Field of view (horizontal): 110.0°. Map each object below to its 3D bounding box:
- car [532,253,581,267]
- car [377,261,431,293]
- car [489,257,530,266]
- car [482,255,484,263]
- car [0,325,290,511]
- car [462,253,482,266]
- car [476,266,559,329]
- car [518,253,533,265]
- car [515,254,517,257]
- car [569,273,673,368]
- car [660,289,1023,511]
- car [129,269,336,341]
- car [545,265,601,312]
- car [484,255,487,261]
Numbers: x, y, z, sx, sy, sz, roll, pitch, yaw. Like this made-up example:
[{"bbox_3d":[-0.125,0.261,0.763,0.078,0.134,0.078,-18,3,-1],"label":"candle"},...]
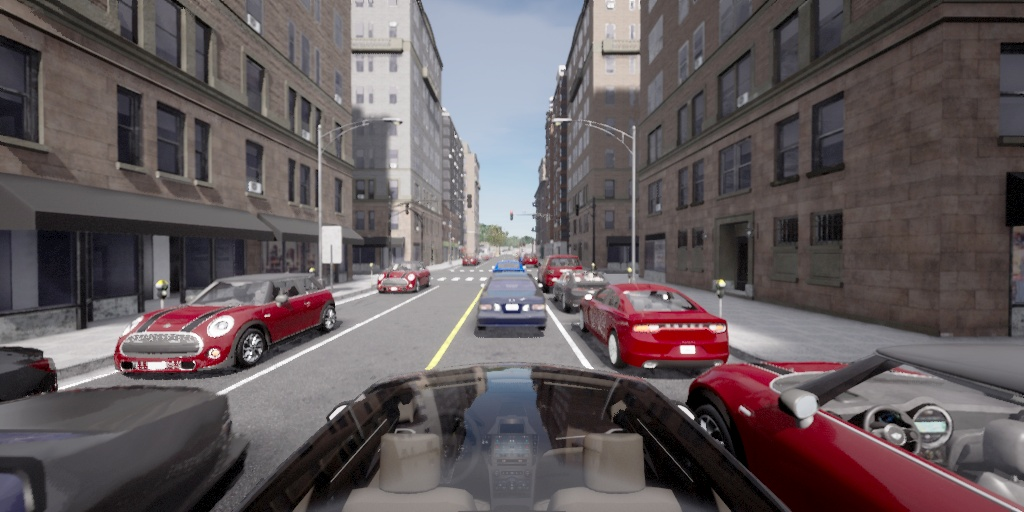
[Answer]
[{"bbox_3d":[2.470,0.867,18.909,2.192,1.841,5.009,0,0,-1],"label":"car"},{"bbox_3d":[-5.555,0.995,18.828,1.967,1.591,4.097,0,0,-1],"label":"car"},{"bbox_3d":[-0.188,1.007,20.994,1.882,1.535,5.008,0,1,-1],"label":"car"},{"bbox_3d":[-5.962,0.683,56.887,1.948,1.339,4.313,0,0,-1],"label":"car"},{"bbox_3d":[-2.833,1.315,0.245,2.033,1.411,5.357,0,1,-1],"label":"car"},{"bbox_3d":[-5.909,0.496,51.384,2.192,1.841,5.009,0,0,-1],"label":"car"},{"bbox_3d":[-0.012,1.194,10.757,2.033,1.411,5.357,0,1,0],"label":"car"},{"bbox_3d":[2.264,0.556,45.962,2.192,1.841,5.009,0,0,-1],"label":"car"},{"bbox_3d":[2.087,0.366,62.472,2.192,1.841,5.009,0,0,-1],"label":"car"},{"bbox_3d":[2.583,1.228,7.546,1.888,1.381,4.507,0,0,-1],"label":"car"},{"bbox_3d":[2.639,1.187,1.864,1.967,1.591,4.097,0,0,-1],"label":"car"},{"bbox_3d":[-5.442,1.125,7.465,1.967,1.591,4.097,0,0,-1],"label":"car"},{"bbox_3d":[2.526,1.168,13.227,2.007,1.370,4.403,0,0,-1],"label":"car"},{"bbox_3d":[-6.014,0.604,62.390,2.007,1.370,4.403,0,0,-1],"label":"car"}]
